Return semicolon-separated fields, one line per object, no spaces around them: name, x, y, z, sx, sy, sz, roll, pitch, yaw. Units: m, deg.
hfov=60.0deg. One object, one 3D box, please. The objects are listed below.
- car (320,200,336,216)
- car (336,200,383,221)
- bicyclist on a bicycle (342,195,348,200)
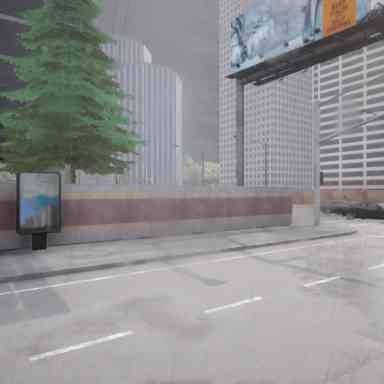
car;14.458;1.491;31.064;2.128;1.511;4.902;0;0;-38
car;14.039;1.477;25.425;1.882;1.535;5.008;0;0;-35
bicyclist on a bicycle;21.291;1.301;46.319;1.656;1.620;0.582;0;0;-35
